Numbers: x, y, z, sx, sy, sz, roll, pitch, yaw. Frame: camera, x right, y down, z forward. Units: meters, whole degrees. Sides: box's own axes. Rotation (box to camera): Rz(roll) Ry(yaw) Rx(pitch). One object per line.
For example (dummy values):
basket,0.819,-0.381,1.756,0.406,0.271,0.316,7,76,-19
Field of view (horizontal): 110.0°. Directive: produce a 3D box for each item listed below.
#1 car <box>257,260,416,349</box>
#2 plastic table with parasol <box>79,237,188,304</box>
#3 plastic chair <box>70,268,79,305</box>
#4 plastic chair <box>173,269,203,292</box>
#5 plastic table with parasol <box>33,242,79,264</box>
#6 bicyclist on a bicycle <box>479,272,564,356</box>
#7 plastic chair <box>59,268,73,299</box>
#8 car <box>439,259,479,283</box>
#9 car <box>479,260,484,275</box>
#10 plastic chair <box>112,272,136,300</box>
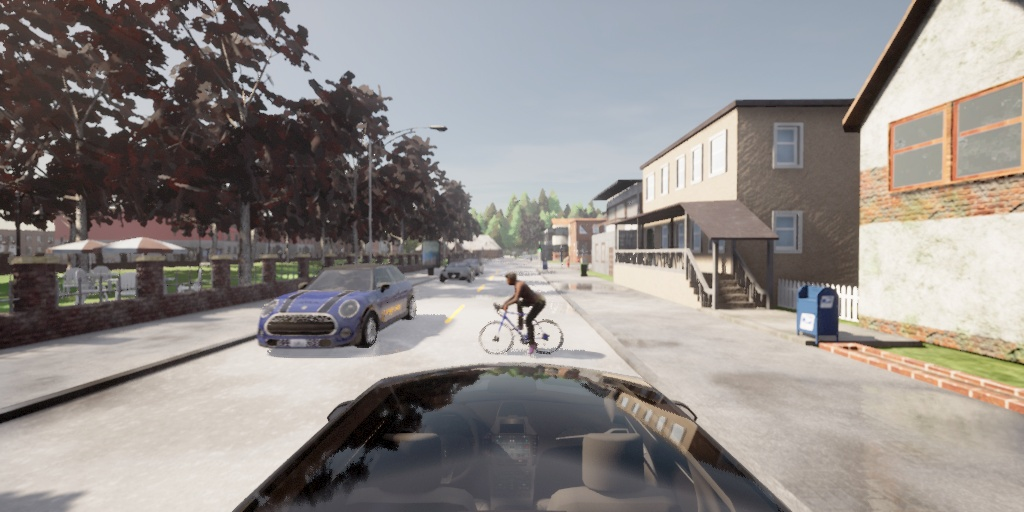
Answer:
car,-3.987,1.018,8.988,2.097,1.767,4.553,0,1,1
plastic table with parasol,-13.791,0.545,13.379,2.482,2.480,2.482,0,0,-39
plastic chair,-14.823,1.138,12.658,0.730,1.272,0.750,0,0,-39
plastic chair,-12.803,1.167,14.264,0.730,1.272,0.750,0,0,-34
plastic table with parasol,-19.066,0.519,16.203,2.482,2.480,2.482,0,0,-39
bicyclist on a bicycle,0.167,1.137,6.976,1.656,1.620,0.582,-2,1,1
plastic chair,-18.339,1.130,15.160,0.750,1.272,0.730,0,0,-39
car,-3.643,1.061,24.584,1.994,1.385,4.181,0,1,1
car,-3.568,0.969,31.518,2.033,1.411,5.357,0,1,2
plastic chair,-13.053,1.161,12.342,0.750,1.272,0.730,0,0,-38
